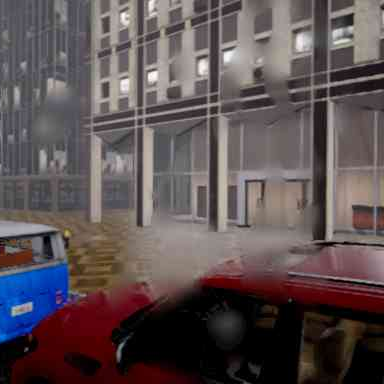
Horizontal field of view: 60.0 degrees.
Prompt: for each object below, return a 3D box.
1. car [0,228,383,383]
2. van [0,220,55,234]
[{"bbox_3d":[0.824,1.316,2.274,5.009,1.841,2.192,0,1,36],"label":"car"},{"bbox_3d":[-3.800,1.349,5.579,3.998,1.788,1.690,0,1,36],"label":"van"}]
